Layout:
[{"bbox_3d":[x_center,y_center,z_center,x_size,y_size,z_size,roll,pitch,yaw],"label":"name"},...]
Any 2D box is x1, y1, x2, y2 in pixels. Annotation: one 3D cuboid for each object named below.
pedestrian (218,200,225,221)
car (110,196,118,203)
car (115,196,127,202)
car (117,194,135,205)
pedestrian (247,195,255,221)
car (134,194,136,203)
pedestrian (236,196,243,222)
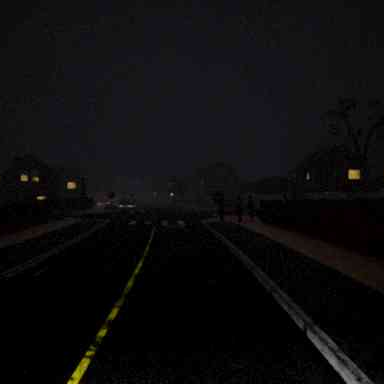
[{"bbox_3d":[2.157,1.141,24.236,0.375,1.860,0.375,-1,1,-6],"label":"pedestrian"},{"bbox_3d":[-17.599,1.633,76.701,2.097,1.767,4.553,0,0,-22],"label":"car"},{"bbox_3d":[-18.264,1.815,85.229,1.994,1.385,4.181,-1,0,-25],"label":"car"},{"bbox_3d":[-12.262,1.671,61.739,1.882,1.535,5.008,0,0,-17],"label":"car"},{"bbox_3d":[4.225,1.145,23.853,0.375,1.860,0.375,-1,1,-6],"label":"pedestrian"},{"bbox_3d":[-14.195,1.504,75.558,2.150,2.045,5.566,0,0,-22],"label":"car"},{"bbox_3d":[3.294,1.127,23.150,0.375,1.860,0.375,-1,1,-6],"label":"pedestrian"}]
